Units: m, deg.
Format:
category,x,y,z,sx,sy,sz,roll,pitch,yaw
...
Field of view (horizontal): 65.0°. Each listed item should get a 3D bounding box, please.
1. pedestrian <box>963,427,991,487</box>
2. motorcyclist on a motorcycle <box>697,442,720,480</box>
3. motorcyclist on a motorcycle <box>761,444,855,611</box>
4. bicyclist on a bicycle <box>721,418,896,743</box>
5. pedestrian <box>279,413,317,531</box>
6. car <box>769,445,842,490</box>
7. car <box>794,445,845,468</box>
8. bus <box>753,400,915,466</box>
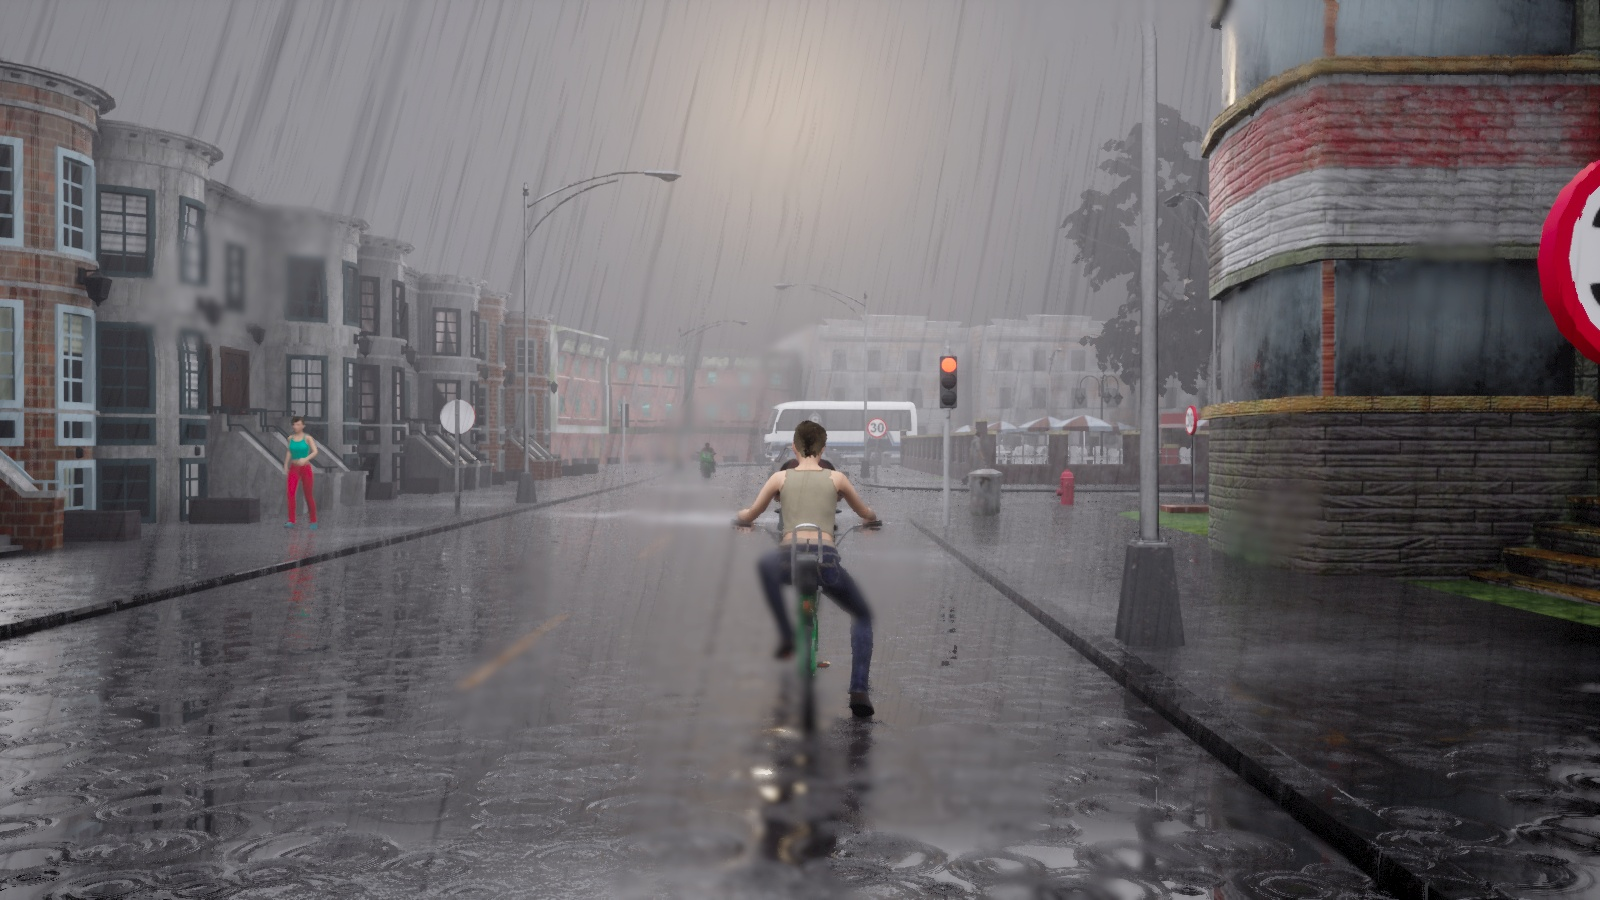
category,x,y,z,sx,sy,sz,roll,pitch,yaw
pedestrian,5.866,0.226,41.585,0.873,1.952,0.659,0,0,5
motorcyclist on a motorcycle,-3.736,0.436,51.251,0.797,1.523,2.044,0,0,0
motorcyclist on a motorcycle,0.080,0.710,12.643,0.866,1.530,2.191,0,0,0
bicyclist on a bicycle,0.047,0.644,6.991,0.866,1.612,1.509,0,0,0
pedestrian,-7.953,0.337,19.903,0.345,1.836,0.594,0,0,1
car,0.101,0.553,42.678,2.033,1.411,5.357,0,0,-5
car,1.249,0.377,77.174,1.994,1.385,4.181,0,0,18
bus,2.151,-1.104,83.407,10.273,4.253,3.944,0,1,-7
